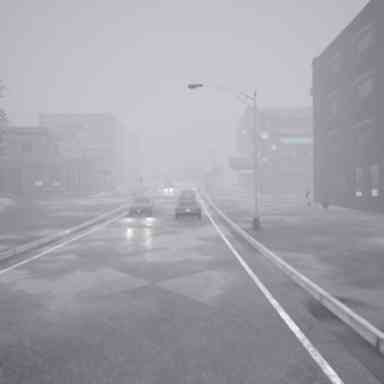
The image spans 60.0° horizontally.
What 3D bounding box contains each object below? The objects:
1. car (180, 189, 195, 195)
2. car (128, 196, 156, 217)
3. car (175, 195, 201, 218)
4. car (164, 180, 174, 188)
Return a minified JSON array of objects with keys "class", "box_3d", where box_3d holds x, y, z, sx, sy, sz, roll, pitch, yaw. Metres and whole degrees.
[{"class":"car","box_3d":[-0.594,0.328,42.995,1.994,1.385,4.181,0,4,-1]},{"class":"car","box_3d":[-4.028,1.117,27.289,1.837,1.490,4.892,0,2,-1]},{"class":"car","box_3d":[-0.308,1.212,25.893,1.994,1.385,4.181,0,2,-1]},{"class":"car","box_3d":[-4.614,-1.591,67.601,2.128,1.511,4.902,0,5,-1]}]
